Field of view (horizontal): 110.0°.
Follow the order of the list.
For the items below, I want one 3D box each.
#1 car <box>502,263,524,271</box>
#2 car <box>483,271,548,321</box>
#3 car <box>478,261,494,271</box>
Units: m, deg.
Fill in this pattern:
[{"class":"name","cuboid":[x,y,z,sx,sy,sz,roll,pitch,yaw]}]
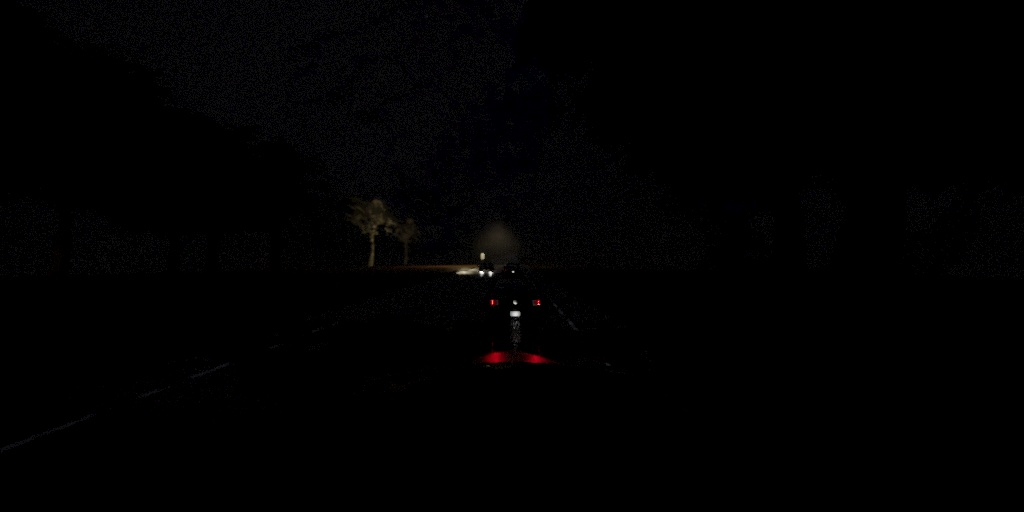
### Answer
[{"class":"car","cuboid":[0.099,1.358,33.338,1.994,1.385,4.181,0,0,0]},{"class":"car","cuboid":[0.106,1.357,12.424,1.895,1.301,4.718,0,0,0]},{"class":"car","cuboid":[-3.571,1.425,50.629,1.994,1.385,4.181,0,0,0]}]
